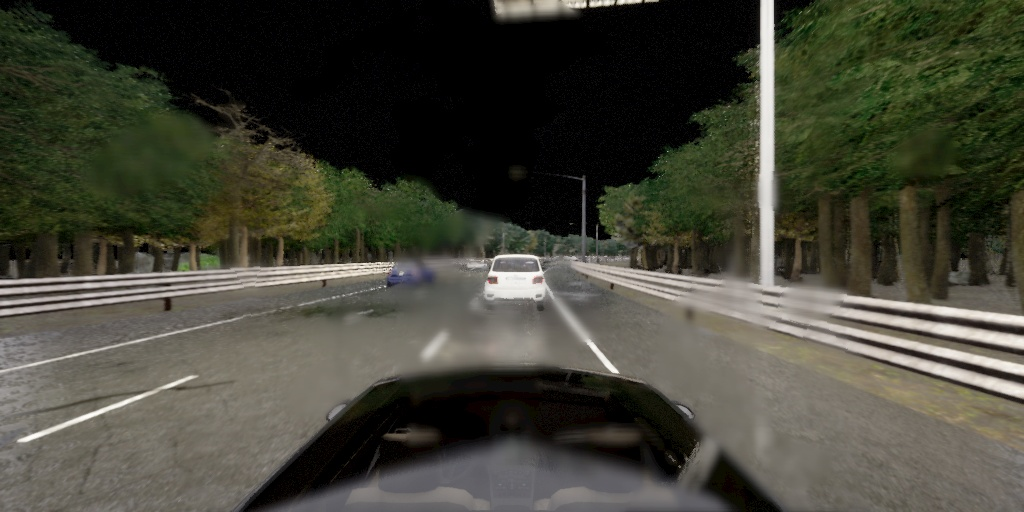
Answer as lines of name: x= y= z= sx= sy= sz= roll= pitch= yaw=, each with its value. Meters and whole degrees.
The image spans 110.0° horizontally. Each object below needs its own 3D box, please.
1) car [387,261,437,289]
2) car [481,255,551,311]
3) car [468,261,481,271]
car: x=-6.361 y=1.088 z=23.331 sx=2.097 sy=1.767 sz=4.553 roll=0 pitch=0 yaw=3
car: x=0.205 y=0.972 z=14.626 sx=2.150 sy=2.045 sz=5.566 roll=0 pitch=0 yaw=2
car: x=-4.562 y=1.330 z=48.257 sx=1.895 sy=1.301 sz=4.718 roll=0 pitch=0 yaw=6
